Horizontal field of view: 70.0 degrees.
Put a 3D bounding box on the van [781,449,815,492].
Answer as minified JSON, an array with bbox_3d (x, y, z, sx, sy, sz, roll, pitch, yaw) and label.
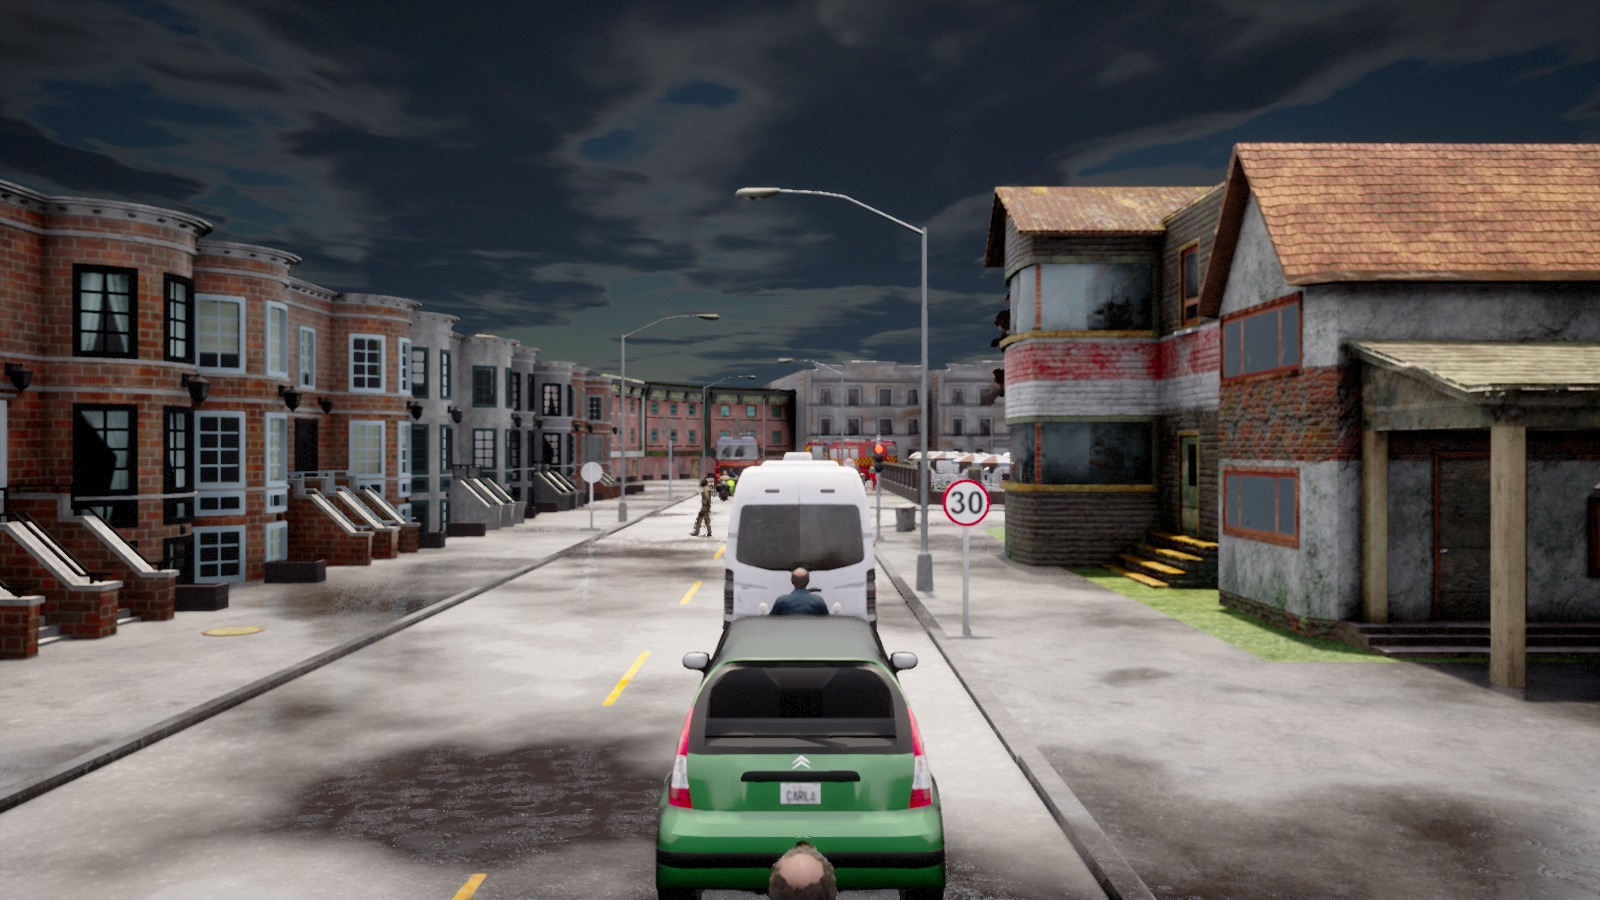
[{"bbox_3d":[-0.093,1.215,70.718,1.988,2.561,5.915,0,0,1],"label":"van"}]

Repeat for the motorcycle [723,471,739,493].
[{"bbox_3d":[-4.011,1.870,66.564,0.856,1.236,1.805,0,0,0],"label":"motorcycle"}]

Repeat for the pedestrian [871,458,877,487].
[{"bbox_3d":[4.750,1.424,73.710,0.375,1.860,0.375,0,0,0],"label":"pedestrian"}]

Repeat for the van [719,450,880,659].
[{"bbox_3d":[-0.006,1.289,17.047,1.988,2.561,5.915,0,0,0],"label":"van"}]

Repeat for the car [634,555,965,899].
[{"bbox_3d":[-0.003,1.766,8.389,1.851,1.617,3.988,0,0,0],"label":"car"}]

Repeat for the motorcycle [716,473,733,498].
[{"bbox_3d":[-4.006,1.865,60.738,0.764,1.277,2.356,0,0,0],"label":"motorcycle"}]

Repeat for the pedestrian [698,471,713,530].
[{"bbox_3d":[-2.955,1.578,35.854,0.375,1.860,0.375,0,0,11],"label":"pedestrian"}]

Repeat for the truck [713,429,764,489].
[{"bbox_3d":[-4.030,0.565,76.972,2.891,3.827,8.468,0,0,0],"label":"truck"}]
